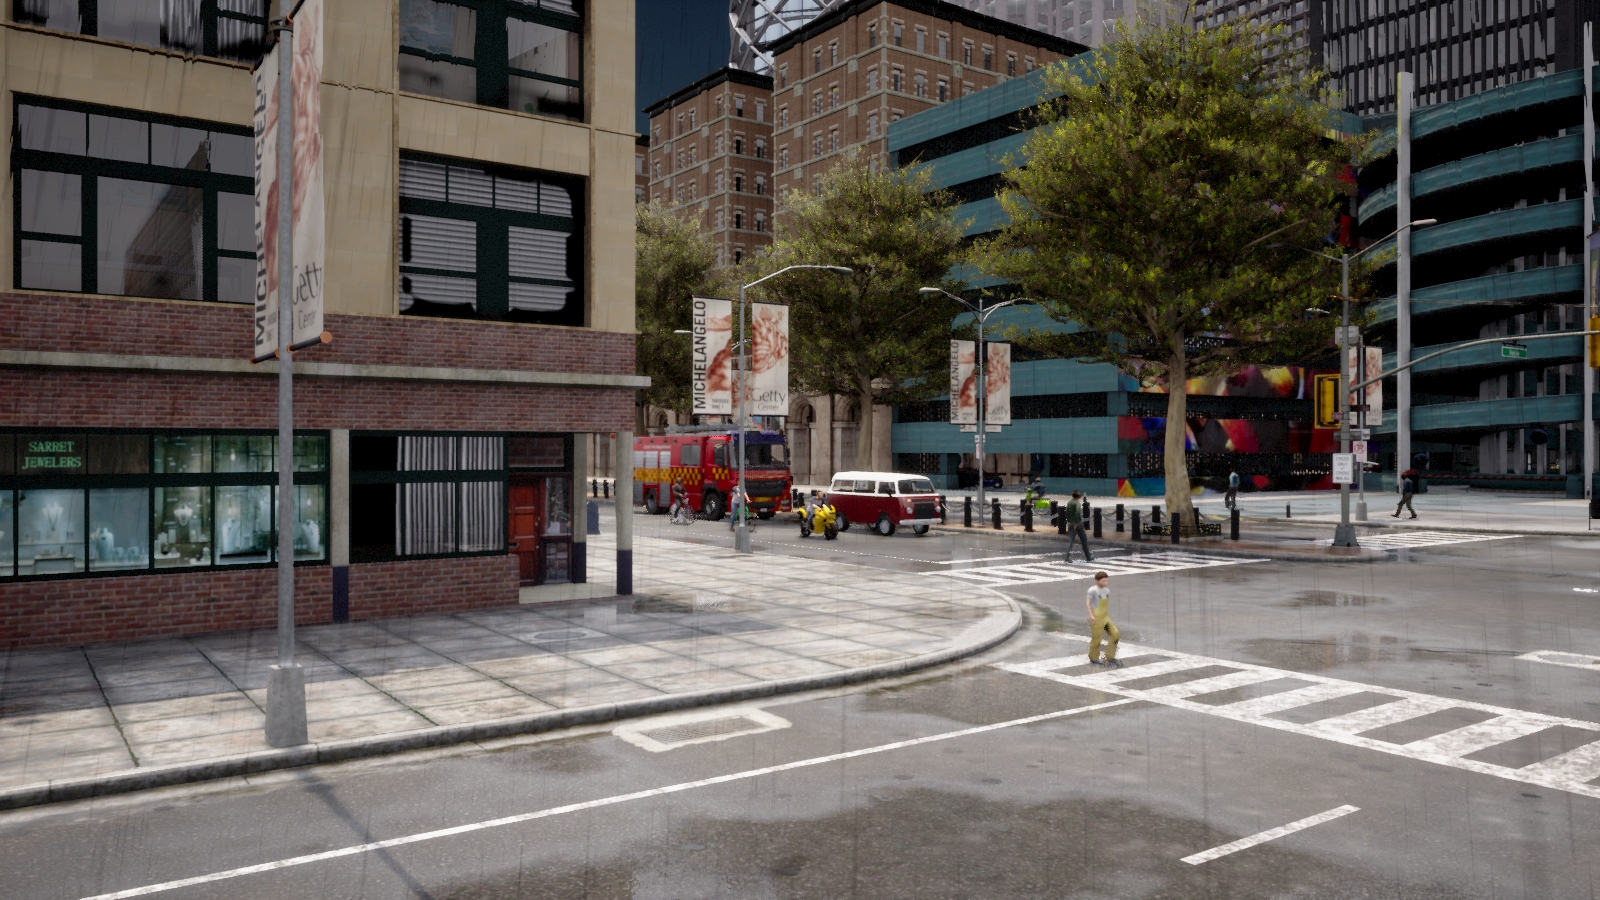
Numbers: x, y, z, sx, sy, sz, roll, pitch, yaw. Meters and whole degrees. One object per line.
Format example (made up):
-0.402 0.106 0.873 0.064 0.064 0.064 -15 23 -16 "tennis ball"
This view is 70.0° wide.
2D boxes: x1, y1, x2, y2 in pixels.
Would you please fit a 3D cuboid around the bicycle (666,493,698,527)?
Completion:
-4.375 2.202 42.405 0.329 1.171 1.835 0 0 -35 "bicycle"

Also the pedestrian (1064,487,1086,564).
6.760 1.840 28.092 0.375 1.860 0.375 0 0 -27 "pedestrian"

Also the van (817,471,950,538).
2.737 1.774 38.412 2.069 2.038 4.480 0 0 -35 "van"

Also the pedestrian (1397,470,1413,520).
22.743 1.679 42.968 0.375 1.860 0.375 0 0 -30 "pedestrian"

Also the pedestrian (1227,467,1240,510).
18.898 1.681 49.864 0.375 1.860 0.375 0 0 -24 "pedestrian"

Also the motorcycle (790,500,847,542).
0.561 2.204 35.791 0.803 1.145 2.033 0 0 -33 "motorcycle"

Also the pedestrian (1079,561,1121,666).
3.916 2.124 14.909 0.375 1.300 0.375 0 0 -31 "pedestrian"

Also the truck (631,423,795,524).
-3.835 0.881 47.711 2.891 3.827 8.468 0 0 -35 "truck"
